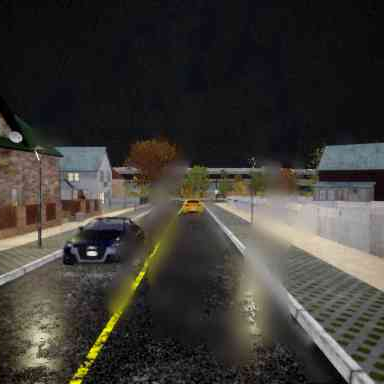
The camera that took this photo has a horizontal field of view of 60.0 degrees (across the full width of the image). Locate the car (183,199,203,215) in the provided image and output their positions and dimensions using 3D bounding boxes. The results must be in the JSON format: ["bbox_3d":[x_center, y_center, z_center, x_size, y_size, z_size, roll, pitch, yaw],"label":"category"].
[{"bbox_3d":[0.118,1.471,34.000,1.882,1.535,5.008,0,0,0],"label":"car"}]

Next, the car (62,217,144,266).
[{"bbox_3d":[-2.843,1.558,11.435,1.994,1.385,4.181,0,0,0],"label":"car"}]

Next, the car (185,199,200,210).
[{"bbox_3d":[0.123,1.602,44.532,1.895,1.301,4.718,0,0,0],"label":"car"}]
